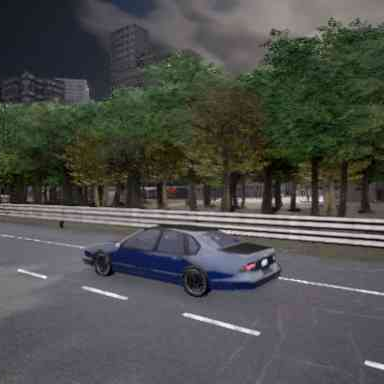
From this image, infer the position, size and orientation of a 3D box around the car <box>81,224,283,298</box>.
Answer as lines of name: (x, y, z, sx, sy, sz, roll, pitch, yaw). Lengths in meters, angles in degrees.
car: (-0.506, 1.550, 8.531, 5.357, 1.411, 2.033, 0, 0, 36)
